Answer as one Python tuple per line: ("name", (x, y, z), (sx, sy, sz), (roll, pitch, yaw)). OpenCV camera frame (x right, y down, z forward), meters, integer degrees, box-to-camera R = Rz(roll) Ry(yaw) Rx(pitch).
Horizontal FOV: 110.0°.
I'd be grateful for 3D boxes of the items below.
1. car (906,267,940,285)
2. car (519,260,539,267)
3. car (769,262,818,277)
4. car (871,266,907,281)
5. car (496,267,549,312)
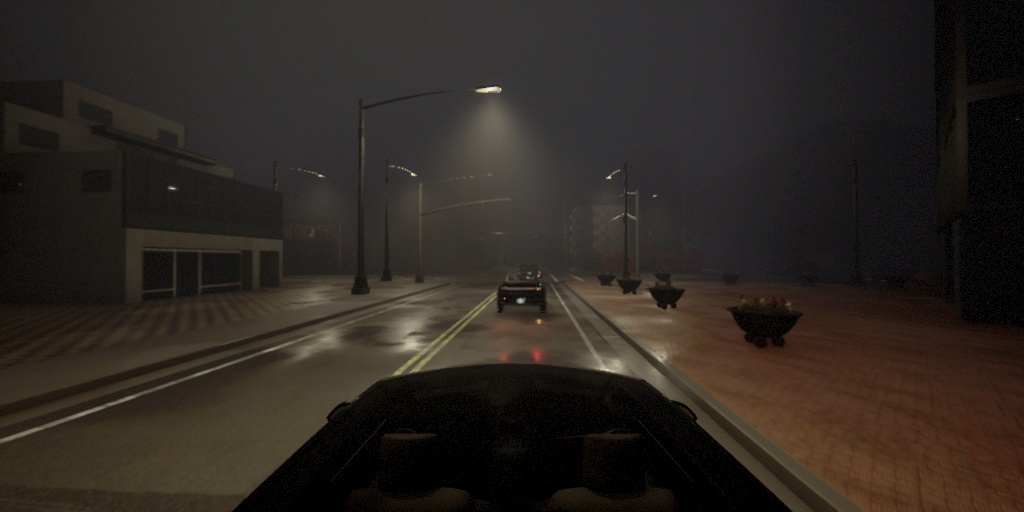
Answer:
("car", (42.238, 2.032, 34.870), (5.008, 1.535, 1.882), (1, -1, 4))
("car", (1.438, 1.376, 29.774), (2.097, 1.767, 4.553), (0, -1, 4))
("car", (38.606, 1.848, 49.207), (5.566, 2.045, 2.150), (1, -1, 4))
("car", (41.606, 1.928, 38.420), (4.553, 1.767, 2.097), (1, 0, 4))
("car", (0.474, 1.370, 14.883), (2.128, 1.511, 4.902), (0, 0, 4))
